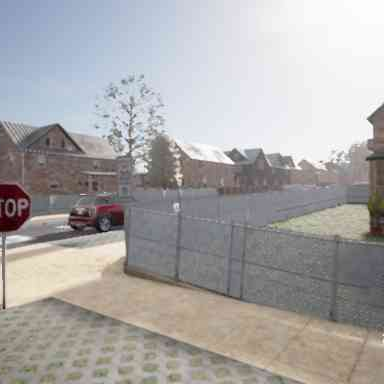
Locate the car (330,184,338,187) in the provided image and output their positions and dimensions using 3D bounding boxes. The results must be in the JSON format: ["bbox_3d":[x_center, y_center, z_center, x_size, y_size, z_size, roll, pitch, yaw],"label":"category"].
[{"bbox_3d":[20.821,-0.424,49.196,2.033,1.411,5.357,-1,2,36],"label":"car"}]

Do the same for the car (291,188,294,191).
[{"bbox_3d":[15.146,-0.186,46.137,1.994,1.385,4.181,-1,2,36],"label":"car"}]

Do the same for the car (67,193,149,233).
[{"bbox_3d":[-3.595,0.818,16.117,2.097,1.767,4.553,-1,2,36],"label":"car"}]

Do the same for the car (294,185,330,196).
[{"bbox_3d":[14.844,-0.081,41.007,2.033,1.411,5.357,-1,2,37],"label":"car"}]
